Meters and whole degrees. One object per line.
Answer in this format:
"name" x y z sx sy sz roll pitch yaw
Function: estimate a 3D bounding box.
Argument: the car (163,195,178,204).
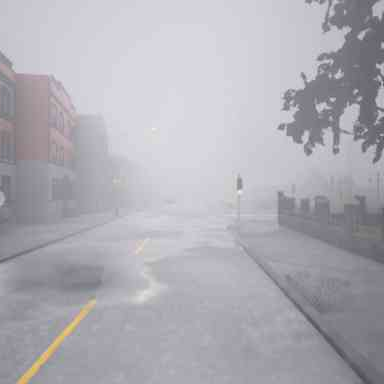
"car" -4.071 1.299 59.806 2.097 1.767 4.553 0 0 1
